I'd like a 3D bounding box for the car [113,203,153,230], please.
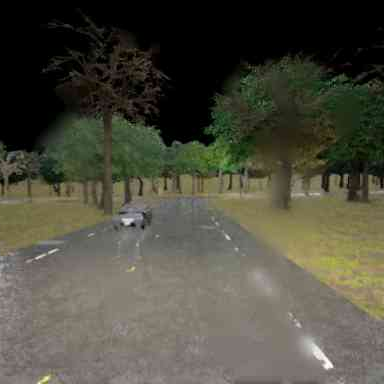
[{"bbox_3d":[-3.585,1.475,20.916,2.128,1.511,4.902,0,0,0],"label":"car"}]
